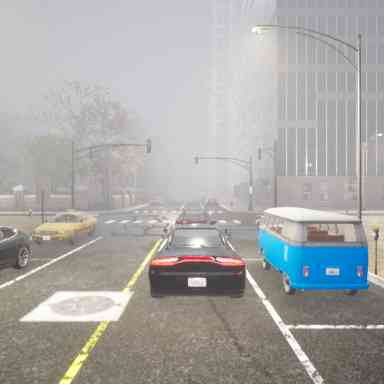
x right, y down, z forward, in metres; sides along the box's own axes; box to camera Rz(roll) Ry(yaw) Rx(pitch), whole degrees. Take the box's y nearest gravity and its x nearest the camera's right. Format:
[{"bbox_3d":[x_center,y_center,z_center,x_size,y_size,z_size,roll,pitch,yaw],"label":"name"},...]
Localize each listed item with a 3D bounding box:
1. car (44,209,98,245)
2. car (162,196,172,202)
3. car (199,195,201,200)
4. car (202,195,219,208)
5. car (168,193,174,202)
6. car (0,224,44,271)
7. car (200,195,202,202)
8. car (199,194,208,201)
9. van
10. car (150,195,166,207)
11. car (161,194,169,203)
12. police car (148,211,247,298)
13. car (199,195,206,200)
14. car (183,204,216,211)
[{"bbox_3d":[-5.797,1.518,15.669,1.752,1.417,4.829,0,0,0],"label":"car"},{"bbox_3d":[-5.588,1.537,74.971,1.802,1.307,4.206,0,0,0],"label":"car"},{"bbox_3d":[2.793,1.521,74.955,1.947,1.339,4.313,0,0,0],"label":"car"},{"bbox_3d":[2.755,1.416,46.550,1.967,1.590,4.097,0,0,0],"label":"car"},{"bbox_3d":[-5.595,1.277,69.289,2.192,1.841,5.009,0,0,0],"label":"car"},{"bbox_3d":[-5.759,1.562,8.435,1.947,1.339,4.313,0,0,0],"label":"car"},{"bbox_3d":[2.762,1.538,52.231,1.947,1.339,4.313,0,0,0],"label":"car"},{"bbox_3d":[2.801,1.388,80.637,1.967,1.590,4.097,0,0,0],"label":"car"},{"bbox_3d":[2.785,1.337,8.425,1.690,1.788,3.998,0,0,0],"label":"van"},{"bbox_3d":[-5.619,1.517,52.240,1.887,1.381,4.507,0,0,0],"label":"car"},{"bbox_3d":[-5.612,1.520,57.923,2.008,1.369,4.403,0,0,0],"label":"car"},{"bbox_3d":[0.108,1.501,8.611,2.038,1.542,4.974,0,0,0],"label":"police car"},{"bbox_3d":[2.817,1.452,92.172,1.752,1.417,4.829,0,0,0],"label":"car"},{"bbox_3d":[0.123,1.555,17.573,1.994,1.385,4.181,0,0,0],"label":"car"}]
